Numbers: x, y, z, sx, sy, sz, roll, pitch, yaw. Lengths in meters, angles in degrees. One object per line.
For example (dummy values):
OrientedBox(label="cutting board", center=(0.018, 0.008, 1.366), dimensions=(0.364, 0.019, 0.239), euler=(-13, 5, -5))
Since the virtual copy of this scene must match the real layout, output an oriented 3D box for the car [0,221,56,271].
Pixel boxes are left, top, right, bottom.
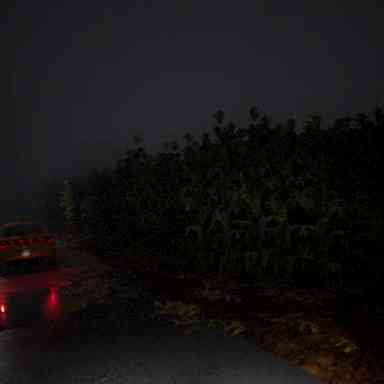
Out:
OrientedBox(label="car", center=(-6.373, 1.848, 12.565), dimensions=(1.882, 1.535, 5.008), euler=(-3, 0, -29))
